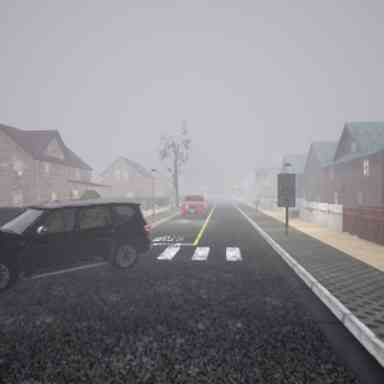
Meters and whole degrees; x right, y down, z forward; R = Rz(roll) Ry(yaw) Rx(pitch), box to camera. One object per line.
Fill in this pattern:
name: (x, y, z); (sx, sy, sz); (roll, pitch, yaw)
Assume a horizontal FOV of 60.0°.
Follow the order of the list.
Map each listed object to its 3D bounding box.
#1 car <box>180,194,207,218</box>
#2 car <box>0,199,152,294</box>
car: (0.257, 1.235, 31.078); (2.150, 2.045, 5.566); (0, 1, 5)
car: (-3.719, 1.303, 9.272); (5.566, 2.045, 2.150); (-2, 3, -44)
